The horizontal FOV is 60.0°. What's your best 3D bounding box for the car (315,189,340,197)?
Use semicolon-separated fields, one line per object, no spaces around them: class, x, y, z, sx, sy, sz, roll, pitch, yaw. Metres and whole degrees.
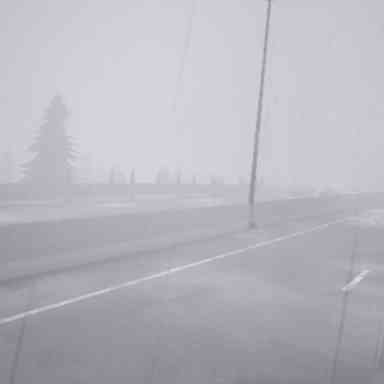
car;18.872;0.215;45.117;1.895;1.301;4.718;3;1;40

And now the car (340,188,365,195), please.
car;20.392;0.272;41.479;1.812;1.442;4.674;3;2;40

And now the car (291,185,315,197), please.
car;15.745;-0.198;46.812;2.097;1.767;4.553;3;2;40
